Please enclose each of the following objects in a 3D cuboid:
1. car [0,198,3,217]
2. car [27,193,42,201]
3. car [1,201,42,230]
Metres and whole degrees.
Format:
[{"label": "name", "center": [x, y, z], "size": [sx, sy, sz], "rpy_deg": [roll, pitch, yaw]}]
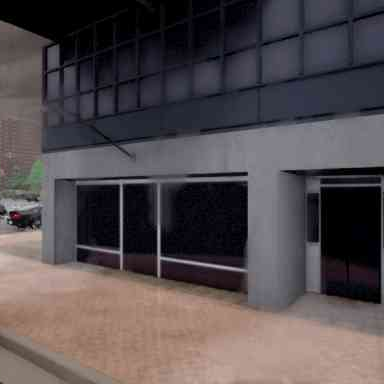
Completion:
[{"label": "car", "center": [-17.822, 1.491, 27.153], "size": [2.128, 1.511, 4.902], "rpy_deg": [0, 0, 36]}, {"label": "car", "center": [-30.160, 1.153, 64.684], "size": [4.605, 1.855, 1.932], "rpy_deg": [0, 0, 35]}, {"label": "car", "center": [-8.984, 1.505, 21.117], "size": [1.837, 1.490, 4.892], "rpy_deg": [0, 0, 36]}]
